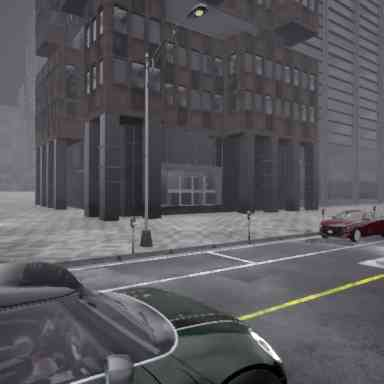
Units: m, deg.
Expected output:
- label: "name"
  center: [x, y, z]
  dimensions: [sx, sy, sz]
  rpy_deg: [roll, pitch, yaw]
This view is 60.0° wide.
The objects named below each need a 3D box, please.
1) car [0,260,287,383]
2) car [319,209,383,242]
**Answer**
- label: "car"
  center: [-1.346, 1.351, 2.473]
  dimensions: [4.553, 1.767, 2.097]
  rpy_deg: [0, 0, -36]
- label: "car"
  center: [8.034, 1.546, 16.252]
  dimensions: [4.507, 1.381, 1.887]
  rpy_deg: [0, 0, -35]
